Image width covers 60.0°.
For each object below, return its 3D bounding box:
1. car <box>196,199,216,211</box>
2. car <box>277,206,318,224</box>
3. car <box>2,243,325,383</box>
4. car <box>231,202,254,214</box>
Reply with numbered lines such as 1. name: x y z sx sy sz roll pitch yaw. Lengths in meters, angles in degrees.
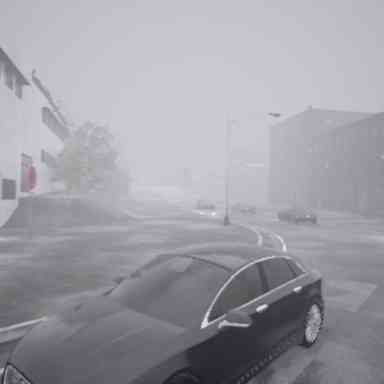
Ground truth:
1. car: 1.837 1.736 45.641 1.882 1.535 5.008 1 1 -11
2. car: 8.881 1.905 28.339 1.994 1.385 4.181 1 -1 -9
3. car: 0.206 1.546 4.501 1.837 1.490 4.892 1 0 42
4. car: 6.317 1.952 41.954 1.994 1.385 4.181 1 0 -11
